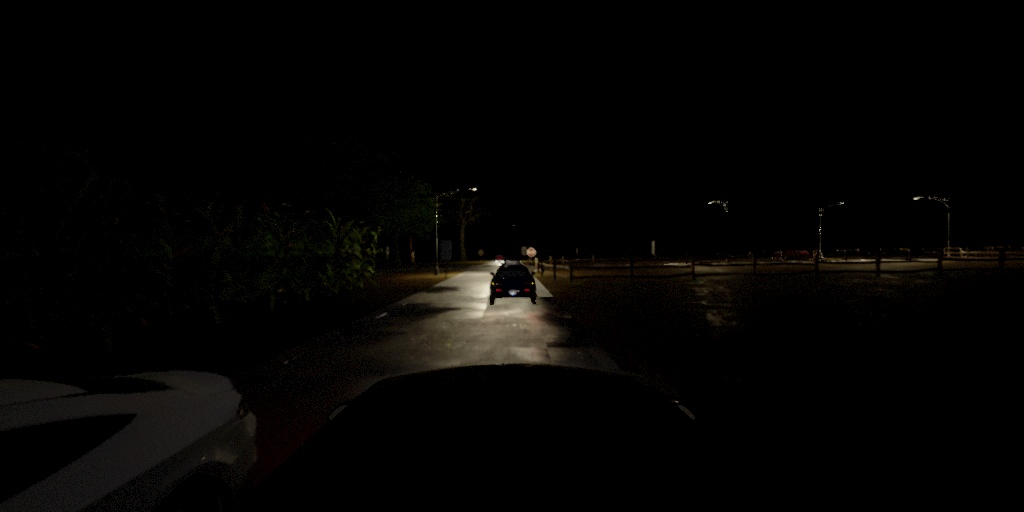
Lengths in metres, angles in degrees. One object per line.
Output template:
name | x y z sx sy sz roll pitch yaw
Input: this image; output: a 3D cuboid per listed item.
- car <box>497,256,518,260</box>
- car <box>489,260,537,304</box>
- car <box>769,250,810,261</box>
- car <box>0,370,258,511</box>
car | 0.000 0.952 29.305 1.994 1.385 4.181 0 1 0
car | 0.033 1.093 15.183 1.812 1.442 4.674 0 1 0
car | 36.906 -0.062 47.724 4.674 1.442 1.812 -1 1 1
car | -2.764 1.310 0.775 1.812 1.442 4.674 0 1 0
